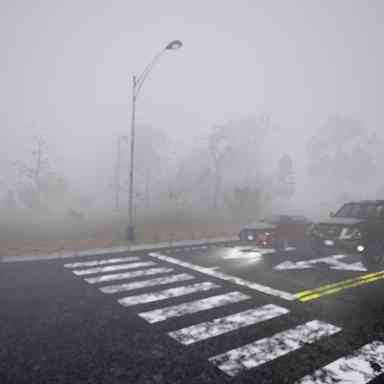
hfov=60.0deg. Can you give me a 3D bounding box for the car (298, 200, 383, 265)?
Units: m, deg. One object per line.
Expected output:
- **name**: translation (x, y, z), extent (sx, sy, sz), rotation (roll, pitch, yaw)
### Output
- **car**: translation (6.738, 1.333, 12.500), extent (5.566, 2.045, 2.150), rotation (1, 0, -36)

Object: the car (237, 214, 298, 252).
- **car**: translation (3.972, 1.665, 14.517), extent (4.181, 1.385, 1.994), rotation (1, 0, -36)

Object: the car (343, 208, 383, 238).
- **car**: translation (11.490, 1.739, 19.892), extent (5.357, 1.411, 2.033), rotation (1, 0, -35)
